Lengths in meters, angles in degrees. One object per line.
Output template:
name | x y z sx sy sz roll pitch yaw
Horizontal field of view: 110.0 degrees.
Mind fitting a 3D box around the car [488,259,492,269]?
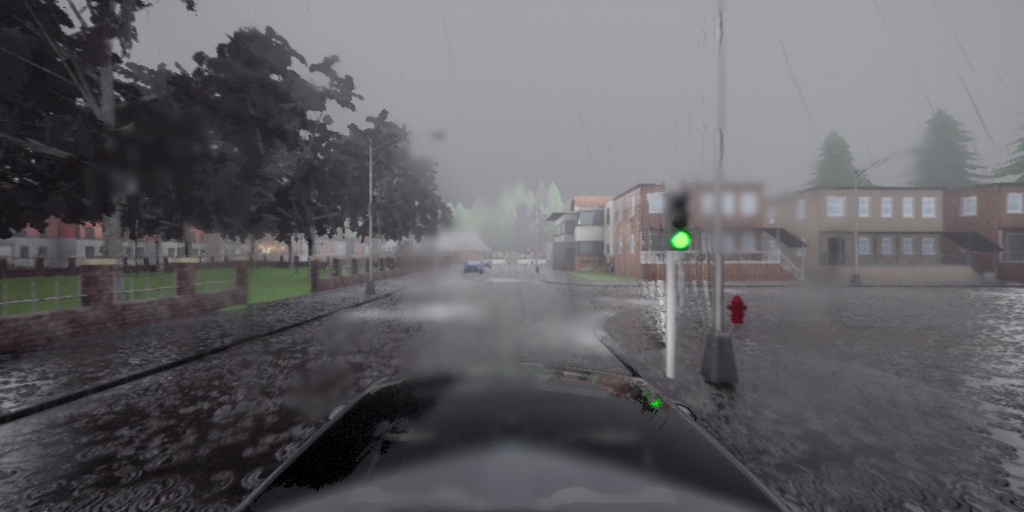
car | -3.979 1.166 54.912 2.033 1.411 5.357 0 0 0

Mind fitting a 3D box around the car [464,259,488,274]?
car | -4.058 1.135 39.293 1.882 1.535 5.008 0 0 0
